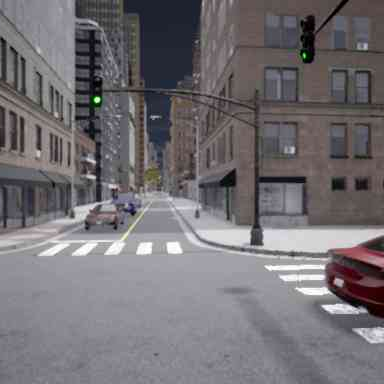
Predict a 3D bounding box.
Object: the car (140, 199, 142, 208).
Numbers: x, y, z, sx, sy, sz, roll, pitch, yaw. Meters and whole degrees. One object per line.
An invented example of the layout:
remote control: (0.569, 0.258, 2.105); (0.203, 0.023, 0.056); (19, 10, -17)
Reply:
car: (-7.315, 1.309, 41.957); (2.128, 1.511, 4.902); (0, 0, -5)

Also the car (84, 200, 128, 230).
car: (-5.299, 1.434, 20.648); (1.812, 1.442, 4.674); (0, 0, -4)

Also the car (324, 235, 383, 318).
car: (5.049, 1.442, 6.127); (5.008, 1.535, 1.882); (0, 0, -5)

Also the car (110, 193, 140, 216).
car: (-6.275, 1.085, 30.877); (2.150, 2.045, 5.566); (0, 0, -6)
